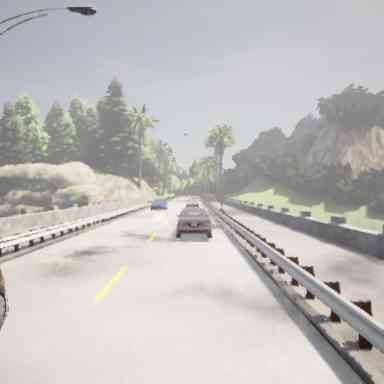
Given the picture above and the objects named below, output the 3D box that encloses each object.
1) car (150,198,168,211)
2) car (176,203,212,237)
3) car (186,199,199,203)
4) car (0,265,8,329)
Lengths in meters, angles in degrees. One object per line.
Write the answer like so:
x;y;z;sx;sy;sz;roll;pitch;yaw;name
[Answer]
-4.053;1.541;41.564;1.882;1.535;5.008;0;0;0;car
0.101;1.575;18.143;2.033;1.411;5.357;0;0;0;car
0.113;1.677;49.678;1.895;1.301;4.718;0;0;0;car
-4.098;1.357;3.594;2.097;1.767;4.553;0;0;0;car
